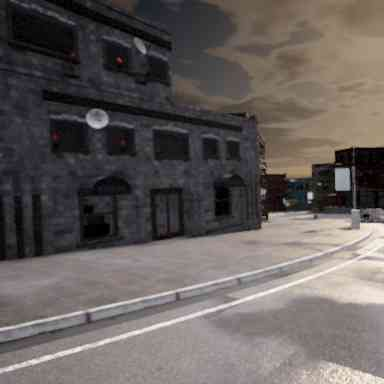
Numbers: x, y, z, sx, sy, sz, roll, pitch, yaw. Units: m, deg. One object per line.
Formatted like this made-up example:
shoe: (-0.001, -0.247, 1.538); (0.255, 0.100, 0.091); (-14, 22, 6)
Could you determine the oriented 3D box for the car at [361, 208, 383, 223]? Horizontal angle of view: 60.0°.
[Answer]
car: (20.046, 2.557, 36.465); (2.128, 1.511, 4.902); (-2, -3, 12)
